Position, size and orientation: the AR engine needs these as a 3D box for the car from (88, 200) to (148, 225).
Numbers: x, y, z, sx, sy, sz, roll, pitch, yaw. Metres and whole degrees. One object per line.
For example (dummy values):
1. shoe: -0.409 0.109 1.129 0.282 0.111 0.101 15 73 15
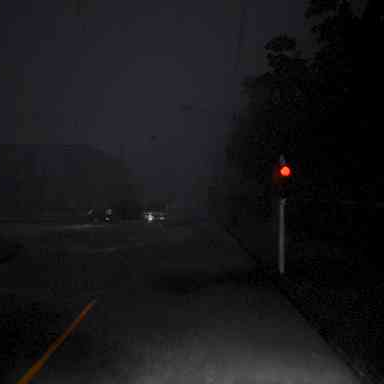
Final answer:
1. car: -5.571 1.369 24.654 2.097 1.767 4.553 0 0 25

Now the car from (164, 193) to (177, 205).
1. car: -3.980 1.266 61.843 2.150 2.045 5.566 0 0 1

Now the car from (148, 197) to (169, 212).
1. car: -4.048 1.590 38.140 1.994 1.385 4.181 0 0 0
